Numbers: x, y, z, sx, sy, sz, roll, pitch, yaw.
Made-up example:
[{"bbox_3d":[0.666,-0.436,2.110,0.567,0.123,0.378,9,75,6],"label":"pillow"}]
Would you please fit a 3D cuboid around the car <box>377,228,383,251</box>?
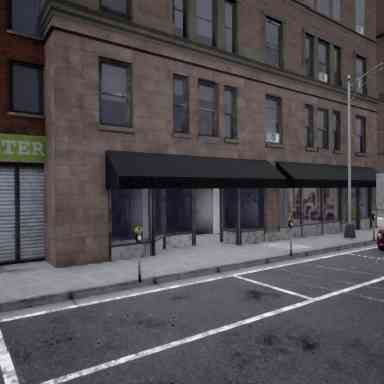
[{"bbox_3d":[8.899,1.541,12.894,4.507,1.381,1.887,0,-1,-36],"label":"car"}]
